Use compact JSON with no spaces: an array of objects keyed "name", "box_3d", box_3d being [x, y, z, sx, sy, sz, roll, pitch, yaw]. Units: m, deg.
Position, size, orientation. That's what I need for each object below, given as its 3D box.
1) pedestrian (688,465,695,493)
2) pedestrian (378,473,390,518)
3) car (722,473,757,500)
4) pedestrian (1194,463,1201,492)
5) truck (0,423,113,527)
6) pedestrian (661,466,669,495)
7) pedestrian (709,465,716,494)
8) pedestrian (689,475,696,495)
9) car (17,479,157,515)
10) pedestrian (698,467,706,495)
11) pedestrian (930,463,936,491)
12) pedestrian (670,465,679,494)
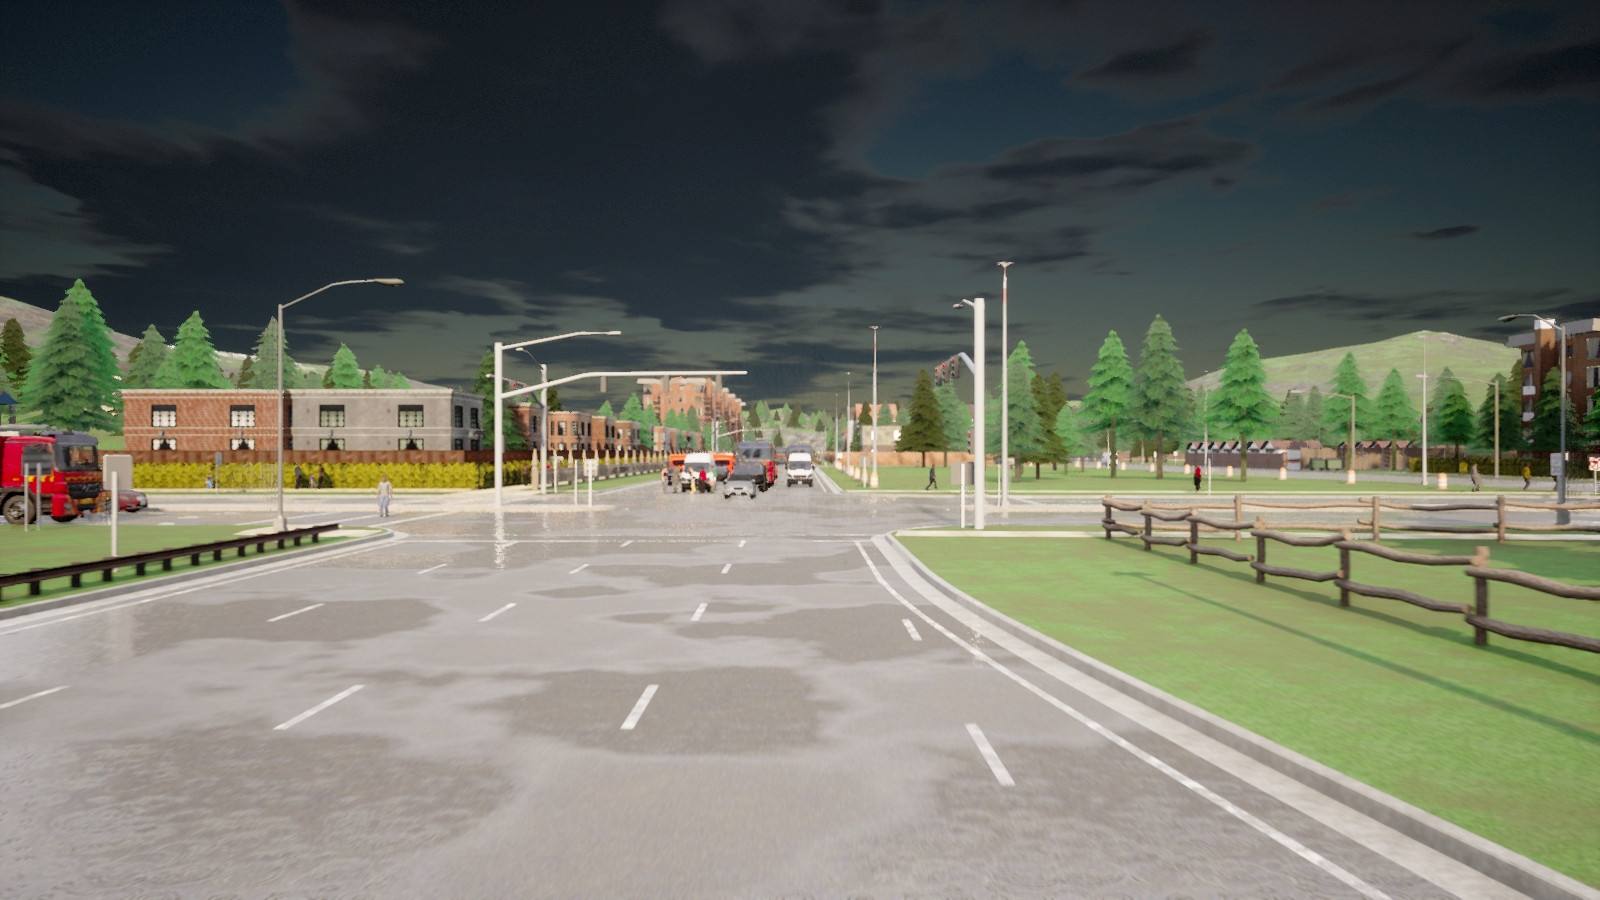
[{"name":"pedestrian","box_3d":[-7.133,1.909,74.948,0.375,1.860,0.375,0,0,-13]},{"name":"pedestrian","box_3d":[-17.288,1.887,47.519,0.375,1.860,0.375,0,0,-4]},{"name":"car","box_3d":[-3.503,2.119,66.964,1.816,1.474,4.193,0,0,0]},{"name":"pedestrian","box_3d":[25.475,1.755,73.207,0.375,1.860,0.375,0,0,5]},{"name":"truck","box_3d":[-31.278,0.923,43.519,8.468,3.827,2.891,0,0,1]},{"name":"pedestrian","box_3d":[-8.784,1.966,74.371,0.375,1.860,0.375,0,0,41]},{"name":"pedestrian","box_3d":[-5.711,1.915,74.477,0.375,1.860,0.375,0,0,-14]},{"name":"pedestrian","box_3d":[-6.979,2.284,74.359,0.375,1.300,0.375,0,0,7]},{"name":"car","box_3d":[-31.634,2.089,50.778,4.902,1.511,2.128,0,0,1]},{"name":"pedestrian","box_3d":[-6.356,2.016,74.358,0.375,1.860,0.375,0,0,36]},{"name":"pedestrian","box_3d":[8.697,1.757,74.669,0.375,1.860,0.375,0,0,4]},{"name":"pedestrian","box_3d":[-8.202,1.909,74.668,0.375,1.860,0.375,0,0,35]}]
